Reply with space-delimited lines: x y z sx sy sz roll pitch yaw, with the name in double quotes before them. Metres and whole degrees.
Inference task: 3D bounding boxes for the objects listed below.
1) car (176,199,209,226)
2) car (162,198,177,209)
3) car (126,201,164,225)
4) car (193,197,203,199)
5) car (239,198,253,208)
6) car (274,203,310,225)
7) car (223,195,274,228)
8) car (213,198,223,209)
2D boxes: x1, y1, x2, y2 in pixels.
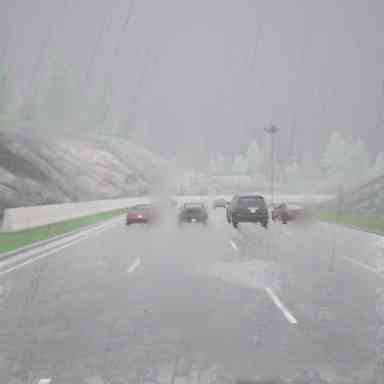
"car" 0.105 1.497 23.151 1.837 1.490 4.892 0 0 0
"car" -3.190 1.533 45.974 2.033 1.411 5.357 0 0 5
"car" -3.393 1.556 23.724 1.994 1.385 4.181 0 0 0
"car" 0.910 1.509 49.279 1.812 1.442 4.674 0 0 10
"car" 7.964 1.549 48.964 1.994 1.385 4.181 0 0 10
"car" 7.093 1.518 24.207 1.812 1.442 4.674 0 0 0
"car" 3.607 1.214 22.347 2.150 2.045 5.566 0 0 0
"car" 3.759 1.533 44.616 2.033 1.411 5.357 0 0 5
